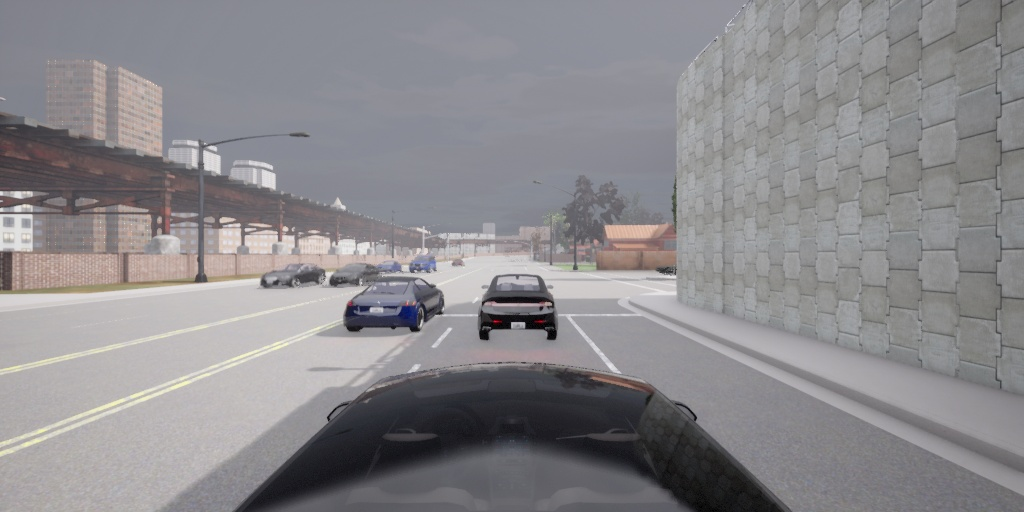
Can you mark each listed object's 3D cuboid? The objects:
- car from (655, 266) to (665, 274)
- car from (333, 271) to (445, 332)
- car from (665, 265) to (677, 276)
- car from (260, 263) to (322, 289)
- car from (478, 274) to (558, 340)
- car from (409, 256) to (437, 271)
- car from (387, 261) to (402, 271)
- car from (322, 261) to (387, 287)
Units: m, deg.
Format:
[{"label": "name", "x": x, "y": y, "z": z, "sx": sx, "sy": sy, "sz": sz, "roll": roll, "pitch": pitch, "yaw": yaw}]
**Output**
[{"label": "car", "x": 17.987, "y": 1.347, "z": 38.471, "sx": 4.718, "sy": 1.301, "sz": 1.895, "roll": 0, "pitch": 0, "yaw": 0}, {"label": "car", "x": -3.337, "y": 1.313, "z": 10.904, "sx": 1.994, "sy": 1.385, "sz": 4.181, "roll": 0, "pitch": 0, "yaw": 1}, {"label": "car", "x": 17.969, "y": 1.347, "z": 34.972, "sx": 4.718, "sy": 1.301, "sz": 1.895, "roll": 0, "pitch": 0, "yaw": 0}, {"label": "car", "x": -13.927, "y": 1.239, "z": 23.122, "sx": 2.128, "sy": 1.511, "sz": 4.902, "roll": 0, "pitch": 0, "yaw": 0}, {"label": "car", "x": 0.154, "y": 1.241, "z": 9.932, "sx": 2.128, "sy": 1.511, "sz": 4.902, "roll": 0, "pitch": 0, "yaw": 1}, {"label": "car", "x": -10.274, "y": 0.968, "z": 41.819, "sx": 2.150, "sy": 2.045, "sz": 5.566, "roll": 0, "pitch": 0, "yaw": 0}, {"label": "car", "x": -13.784, "y": 1.272, "z": 40.388, "sx": 1.812, "sy": 1.442, "sz": 4.674, "roll": 0, "pitch": 0, "yaw": 0}, {"label": "car", "x": -10.419, "y": 1.252, "z": 24.158, "sx": 1.837, "sy": 1.490, "sz": 4.892, "roll": 0, "pitch": 0, "yaw": 0}]
